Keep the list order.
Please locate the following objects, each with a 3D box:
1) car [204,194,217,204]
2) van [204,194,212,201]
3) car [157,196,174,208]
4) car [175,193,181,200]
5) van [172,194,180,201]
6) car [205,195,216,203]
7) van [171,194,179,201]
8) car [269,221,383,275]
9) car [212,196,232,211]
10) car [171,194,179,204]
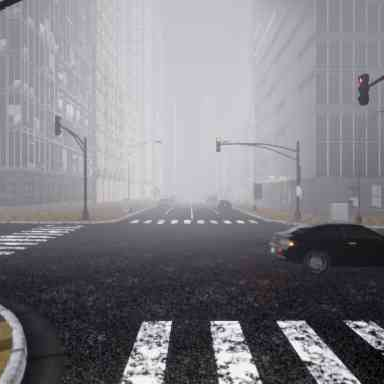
[{"bbox_3d":[3.833,1.312,63.892,2.192,1.841,5.009,0,0,0],"label":"car"},{"bbox_3d":[3.775,1.320,80.476,1.690,1.788,3.998,0,0,0],"label":"van"},{"bbox_3d":[-3.990,1.592,47.283,1.802,1.307,4.206,0,0,0],"label":"car"},{"bbox_3d":[-4.086,1.426,74.921,1.967,1.590,4.097,0,0,0],"label":"car"},{"bbox_3d":[-4.124,1.314,85.976,1.690,1.788,3.998,0,0,0],"label":"van"},{"bbox_3d":[3.814,1.432,69.421,1.967,1.590,4.097,0,0,0],"label":"car"},{"bbox_3d":[-4.105,1.321,80.448,1.690,1.788,3.998,0,0,0],"label":"van"},{"bbox_3d":[4.755,1.633,10.254,4.674,1.442,1.812,1,0,-3],"label":"car"},{"bbox_3d":[3.959,1.579,41.784,1.947,1.339,4.313,0,0,0],"label":"car"},{"bbox_3d":[-4.047,1.563,63.866,1.947,1.339,4.313,0,0,0],"label":"car"}]
